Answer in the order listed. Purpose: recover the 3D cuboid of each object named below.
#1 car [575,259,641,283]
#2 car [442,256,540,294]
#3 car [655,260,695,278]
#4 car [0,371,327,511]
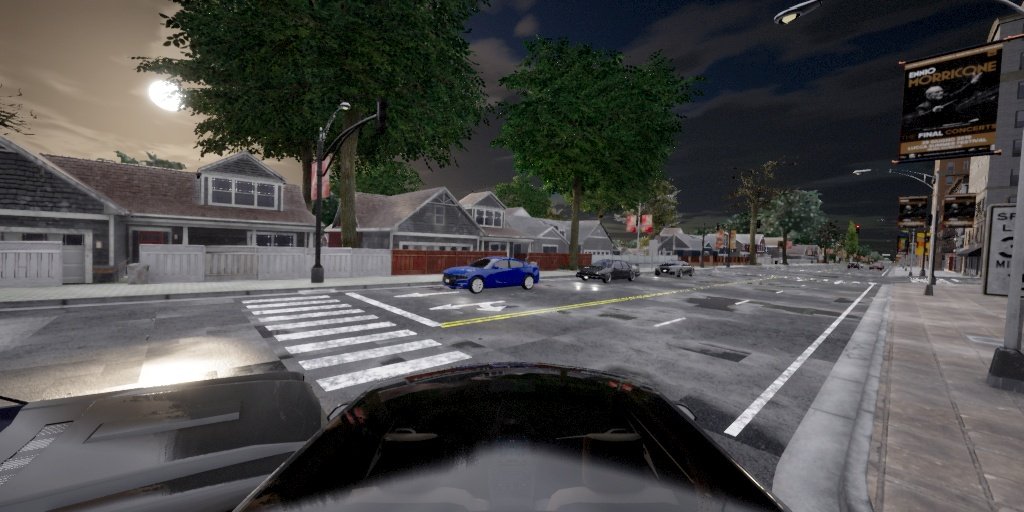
[{"bbox_3d":[6.431,0.922,23.420,5.357,1.411,2.033,1,2,-43],"label":"car"},{"bbox_3d":[-0.855,0.776,16.627,5.008,1.535,1.882,1,3,-43],"label":"car"},{"bbox_3d":[13.749,1.018,30.214,4.181,1.385,1.994,1,2,-43],"label":"car"},{"bbox_3d":[-3.319,1.274,1.484,4.718,1.301,1.895,1,2,-33],"label":"car"}]
